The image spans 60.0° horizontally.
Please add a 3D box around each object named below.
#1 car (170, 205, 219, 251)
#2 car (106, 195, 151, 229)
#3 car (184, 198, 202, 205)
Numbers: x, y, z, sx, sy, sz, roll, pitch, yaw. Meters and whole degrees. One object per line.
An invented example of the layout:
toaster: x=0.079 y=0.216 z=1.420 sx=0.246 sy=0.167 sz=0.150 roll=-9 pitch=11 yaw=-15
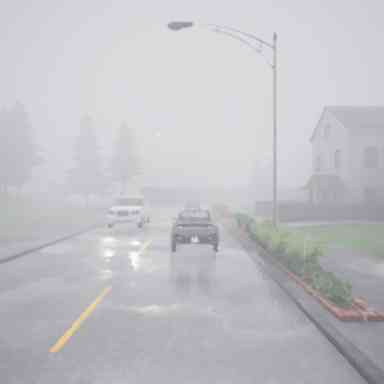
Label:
car: x=0.107 y=1.507 z=14.224 sx=2.128 sy=1.511 sz=4.902 roll=0 pitch=0 yaw=0
car: x=-4.087 y=1.247 z=22.307 sx=2.150 sy=2.045 sz=5.566 roll=0 pitch=0 yaw=0
car: x=0.114 y=1.548 z=40.623 sx=1.837 sy=1.490 sz=4.892 roll=0 pitch=0 yaw=0
